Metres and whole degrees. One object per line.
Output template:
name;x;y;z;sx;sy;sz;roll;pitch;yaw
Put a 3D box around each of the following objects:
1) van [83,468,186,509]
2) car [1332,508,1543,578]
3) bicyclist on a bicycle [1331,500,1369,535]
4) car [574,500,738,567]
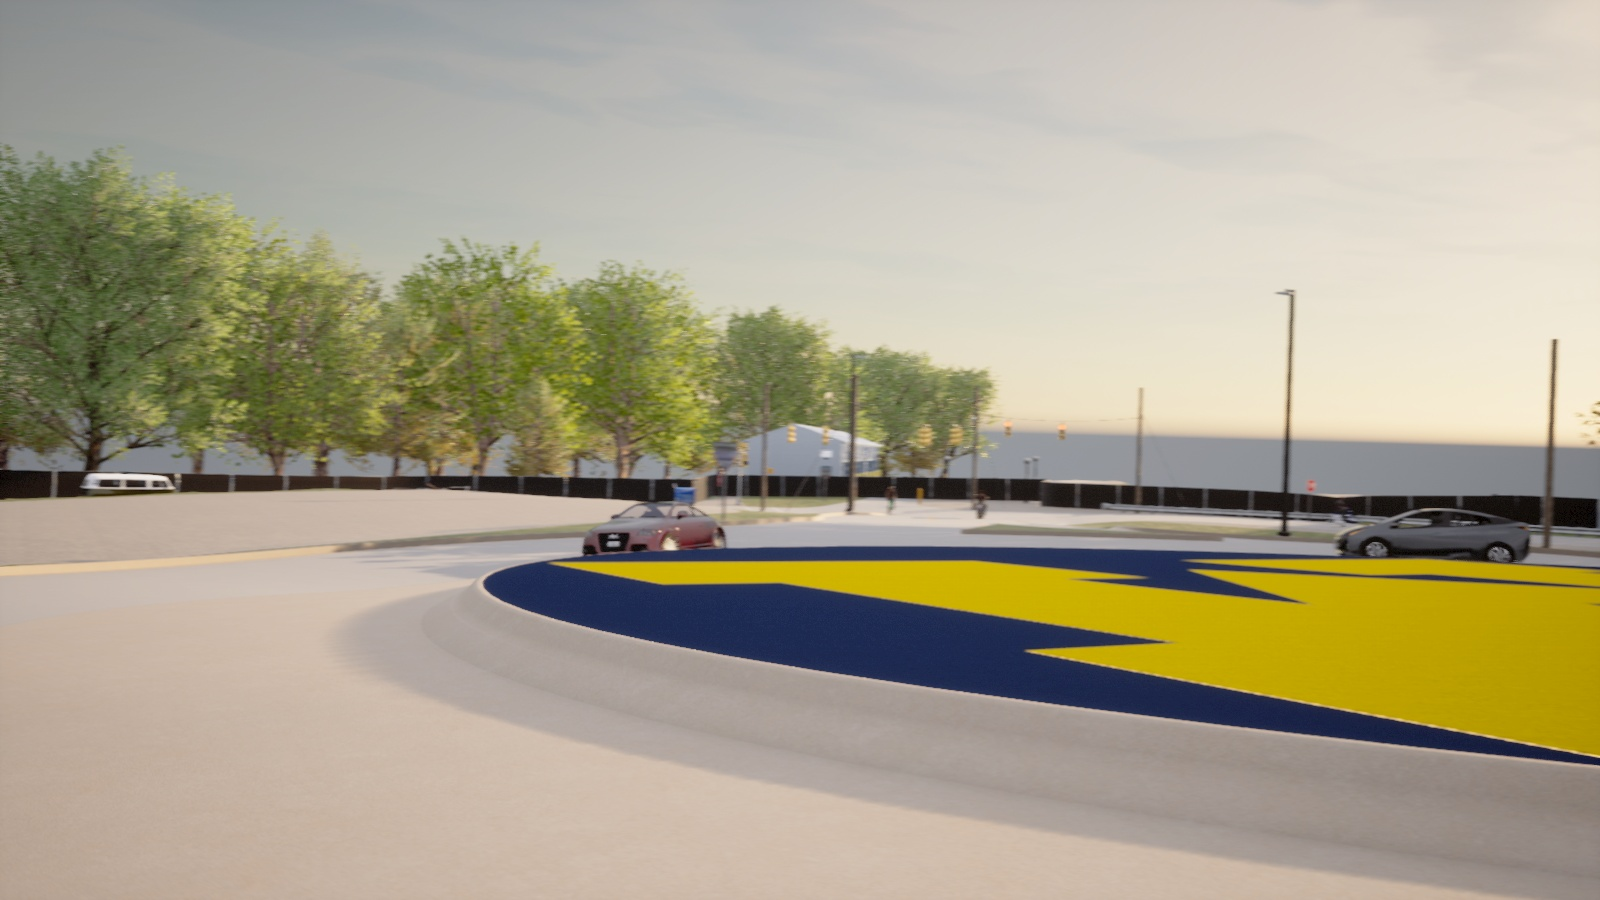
van;-35.564;2.071;67.161;4.480;2.038;2.069;2;1;-40
car;16.307;2.365;32.374;4.514;1.525;2.007;2;-3;16
bicyclist on a bicycle;29.962;3.669;68.430;0.659;1.776;1.843;1;0;-33
car;-3.237;1.887;29.056;1.994;1.385;4.181;-2;-2;22
